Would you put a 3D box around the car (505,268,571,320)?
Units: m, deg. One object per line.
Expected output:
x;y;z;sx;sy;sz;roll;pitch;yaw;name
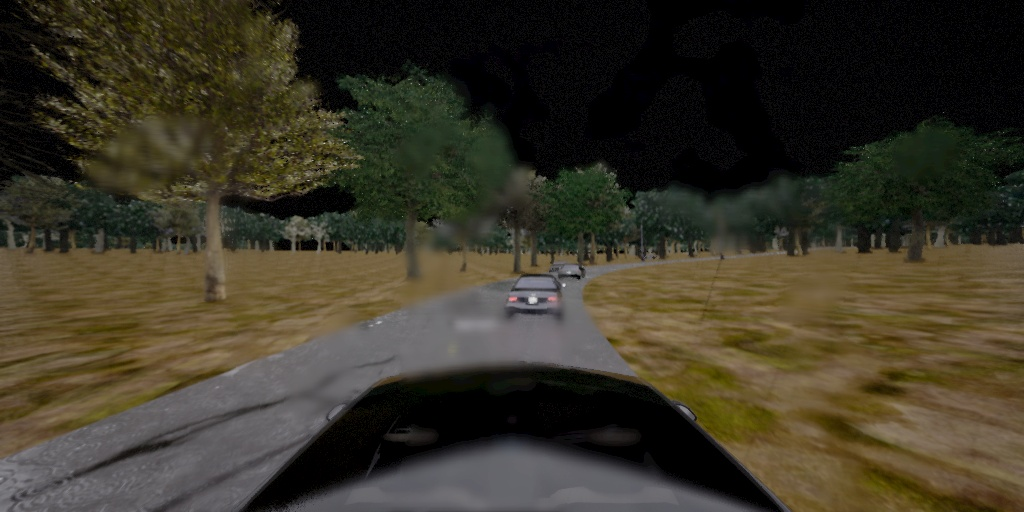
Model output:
0.934;1.341;12.940;2.033;1.411;5.357;0;0;7;car

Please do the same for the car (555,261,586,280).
5.589;1.370;32.907;1.994;1.385;4.181;0;0;18;car

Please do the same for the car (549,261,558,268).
5.725;1.317;41.980;1.994;1.385;4.181;0;0;24;car
